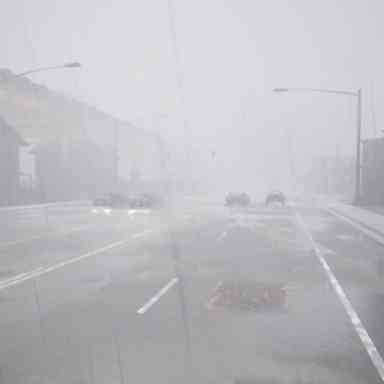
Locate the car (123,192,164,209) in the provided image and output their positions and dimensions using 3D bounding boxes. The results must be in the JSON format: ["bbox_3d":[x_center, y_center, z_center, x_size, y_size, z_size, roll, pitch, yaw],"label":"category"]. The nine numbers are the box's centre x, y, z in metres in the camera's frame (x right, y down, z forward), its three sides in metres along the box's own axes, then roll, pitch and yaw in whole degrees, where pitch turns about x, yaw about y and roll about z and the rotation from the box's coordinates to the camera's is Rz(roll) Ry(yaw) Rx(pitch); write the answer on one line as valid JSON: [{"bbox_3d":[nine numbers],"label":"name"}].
[{"bbox_3d":[-3.900,0.705,28.878,1.994,1.385,4.181,1,2,15],"label":"car"}]

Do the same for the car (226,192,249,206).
[{"bbox_3d":[4.603,0.652,32.908,1.895,1.301,4.718,1,2,15],"label":"car"}]

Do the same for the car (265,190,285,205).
[{"bbox_3d":[8.780,0.530,35.022,1.812,1.442,4.674,1,1,15],"label":"car"}]

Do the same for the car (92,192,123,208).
[{"bbox_3d":[-7.219,0.662,30.015,1.994,1.385,4.181,1,2,15],"label":"car"}]
